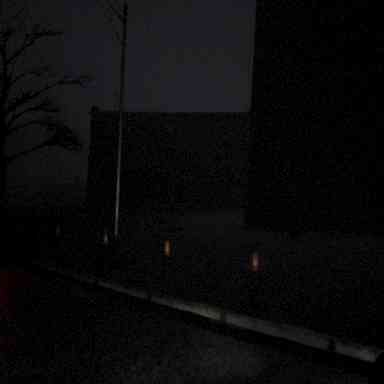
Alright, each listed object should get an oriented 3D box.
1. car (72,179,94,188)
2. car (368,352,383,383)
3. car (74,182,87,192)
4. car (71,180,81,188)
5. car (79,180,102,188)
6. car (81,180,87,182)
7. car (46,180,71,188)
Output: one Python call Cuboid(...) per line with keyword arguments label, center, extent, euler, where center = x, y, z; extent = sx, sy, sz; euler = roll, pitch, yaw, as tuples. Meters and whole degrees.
Cuboid(label="car", center=(-25.101, -1.942, 76.652), extent=(4.553, 1.767, 2.185), euler=(4, 3, 22))
Cuboid(label="car", center=(3.474, 1.484, 1.287), extent=(5.008, 1.535, 1.882), euler=(0, 0, 35))
Cuboid(label="car", center=(-18.494, -0.680, 59.968), extent=(1.994, 1.385, 4.181), euler=(4, 3, 22))
Cuboid(label="car", center=(-27.209, -1.685, 71.562), extent=(5.008, 1.535, 2.097), euler=(4, 3, 22))
Cuboid(label="car", center=(-24.106, -1.888, 79.231), extent=(4.892, 1.521, 2.231), euler=(4, 3, 22))
Cuboid(label="car", center=(-26.170, -1.712, 74.114), extent=(4.674, 1.452, 2.002), euler=(4, 3, 22))
Cuboid(label="car", center=(-28.204, -1.746, 68.982), extent=(4.553, 1.767, 2.185), euler=(4, 3, 22))
